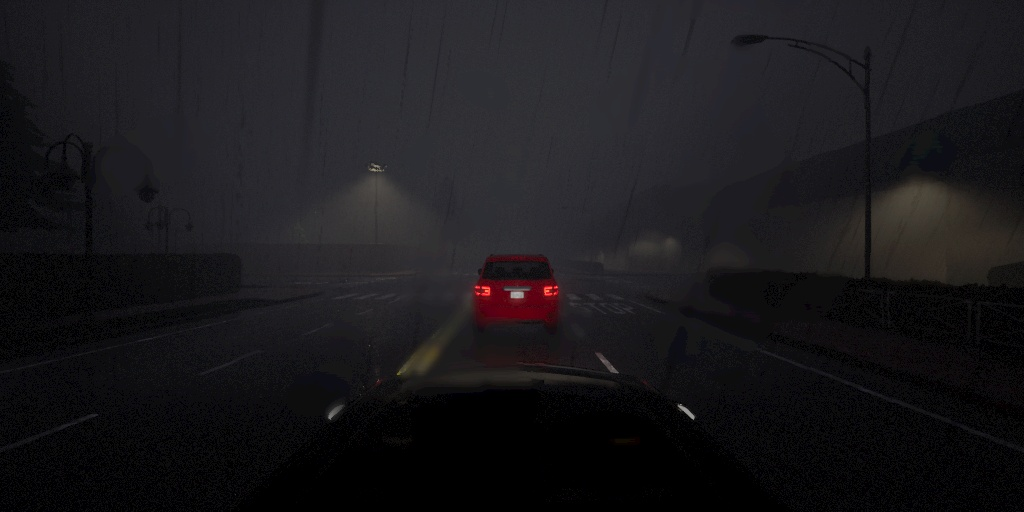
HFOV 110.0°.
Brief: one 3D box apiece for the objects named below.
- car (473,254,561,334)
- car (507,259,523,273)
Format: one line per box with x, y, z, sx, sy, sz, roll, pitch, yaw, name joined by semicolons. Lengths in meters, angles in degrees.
0.123;0.971;10.771;2.150;2.045;5.566;0;0;0;car
0.362;1.227;45.623;1.882;1.535;5.008;0;0;1;car
